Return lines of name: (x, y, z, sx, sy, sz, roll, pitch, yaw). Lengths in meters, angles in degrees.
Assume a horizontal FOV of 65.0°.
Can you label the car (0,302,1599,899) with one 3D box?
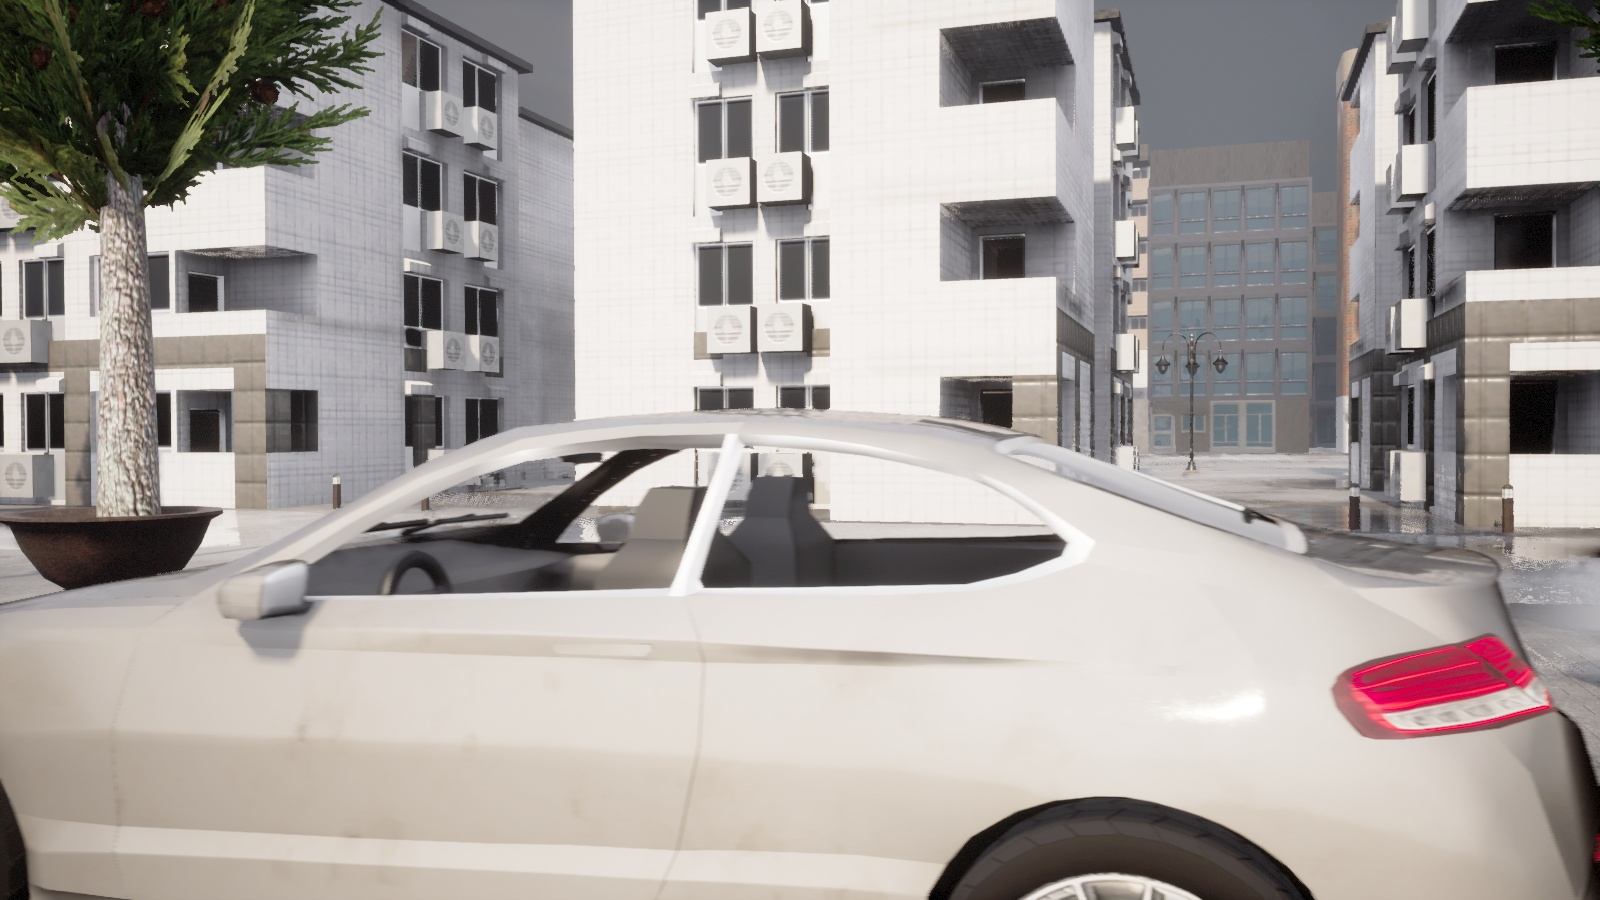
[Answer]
car: (-0.552, 0.540, 3.905, 5.027, 1.651, 2.152, 0, 1, 19)
